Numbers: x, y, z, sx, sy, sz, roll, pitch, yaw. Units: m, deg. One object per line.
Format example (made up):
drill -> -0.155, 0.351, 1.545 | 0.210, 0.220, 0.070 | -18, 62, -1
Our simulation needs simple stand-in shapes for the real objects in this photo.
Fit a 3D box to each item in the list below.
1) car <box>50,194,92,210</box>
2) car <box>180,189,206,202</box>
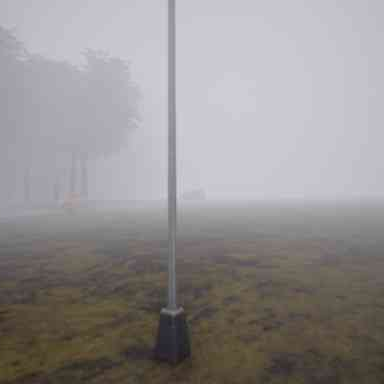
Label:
car -> -13.761, 1.032, 37.966 | 2.097, 1.767, 4.553 | 1, 1, 36
car -> 0.266, 0.547, 57.418 | 2.150, 2.045, 5.566 | 1, 1, 36
